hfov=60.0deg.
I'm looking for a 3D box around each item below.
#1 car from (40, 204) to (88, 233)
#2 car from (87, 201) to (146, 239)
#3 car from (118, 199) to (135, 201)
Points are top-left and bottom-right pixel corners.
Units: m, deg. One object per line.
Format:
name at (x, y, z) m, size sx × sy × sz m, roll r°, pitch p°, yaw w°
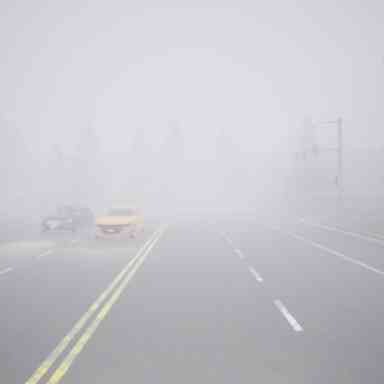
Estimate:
car at (-7.058, 1.486, 19.372) m, size 2.128 × 1.511 × 4.902 m, roll 0°, pitch 0°, yaw 0°
car at (-3.570, 1.439, 17.203) m, size 1.882 × 1.535 × 5.008 m, roll 0°, pitch 0°, yaw 0°
car at (-7.653, 1.474, 37.366) m, size 4.718 × 1.301 × 1.895 m, roll 1°, pitch 0°, yaw 33°
